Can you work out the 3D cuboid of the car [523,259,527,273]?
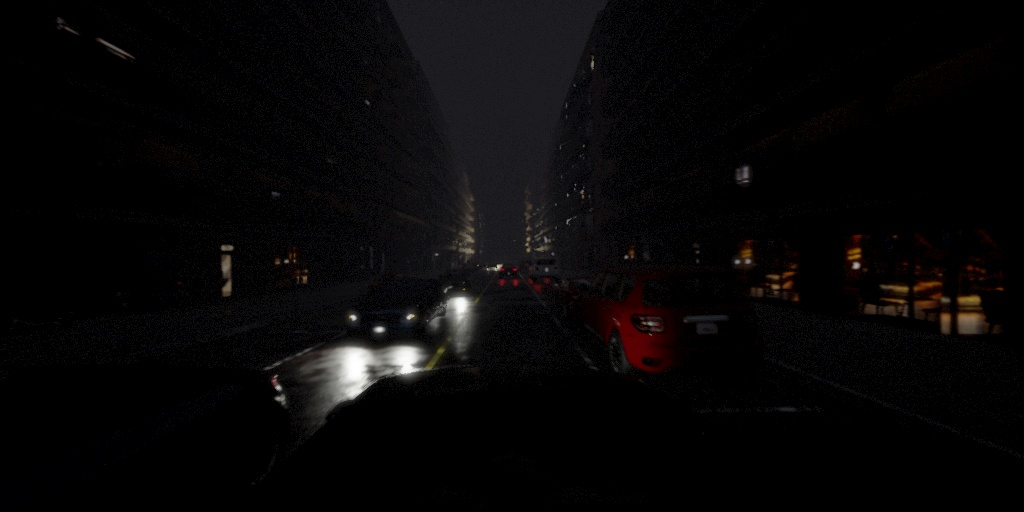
[{"bbox_3d":[2.665,1.331,38.267,2.097,1.767,4.553,-1,0,-1],"label":"car"}]

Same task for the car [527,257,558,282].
[{"bbox_3d":[2.748,1.158,31.328,2.150,2.045,5.566,-1,0,-1],"label":"car"}]

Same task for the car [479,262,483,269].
[{"bbox_3d":[-6.386,1.525,58.006,2.192,1.841,5.009,0,0,-1],"label":"car"}]

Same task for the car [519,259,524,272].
[{"bbox_3d":[2.033,1.397,52.511,2.192,1.841,5.009,0,0,-1],"label":"car"}]

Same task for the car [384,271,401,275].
[{"bbox_3d":[-5.871,1.479,18.359,1.888,1.381,4.507,0,0,-1],"label":"car"}]

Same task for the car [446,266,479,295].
[{"bbox_3d":[-3.313,1.489,21.183,1.994,1.385,4.181,-1,0,-1],"label":"car"}]

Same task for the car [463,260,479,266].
[{"bbox_3d":[-6.313,1.718,52.344,1.888,1.381,4.507,0,0,-1],"label":"car"}]

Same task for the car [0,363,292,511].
[{"bbox_3d":[-3.070,1.348,1.688,1.994,1.385,4.181,-1,0,-1],"label":"car"}]

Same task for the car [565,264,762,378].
[{"bbox_3d":[2.623,1.076,7.202,2.192,1.841,5.009,0,0,-1],"label":"car"}]

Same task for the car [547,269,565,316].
[{"bbox_3d":[2.549,1.348,12.865,1.888,1.381,4.507,0,0,-1],"label":"car"}]

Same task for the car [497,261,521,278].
[{"bbox_3d":[-0.338,1.534,37.770,1.812,1.442,4.674,-1,0,-1],"label":"car"}]

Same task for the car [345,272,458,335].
[{"bbox_3d":[-3.195,1.402,11.228,2.033,1.411,5.357,-1,0,-1],"label":"car"}]
